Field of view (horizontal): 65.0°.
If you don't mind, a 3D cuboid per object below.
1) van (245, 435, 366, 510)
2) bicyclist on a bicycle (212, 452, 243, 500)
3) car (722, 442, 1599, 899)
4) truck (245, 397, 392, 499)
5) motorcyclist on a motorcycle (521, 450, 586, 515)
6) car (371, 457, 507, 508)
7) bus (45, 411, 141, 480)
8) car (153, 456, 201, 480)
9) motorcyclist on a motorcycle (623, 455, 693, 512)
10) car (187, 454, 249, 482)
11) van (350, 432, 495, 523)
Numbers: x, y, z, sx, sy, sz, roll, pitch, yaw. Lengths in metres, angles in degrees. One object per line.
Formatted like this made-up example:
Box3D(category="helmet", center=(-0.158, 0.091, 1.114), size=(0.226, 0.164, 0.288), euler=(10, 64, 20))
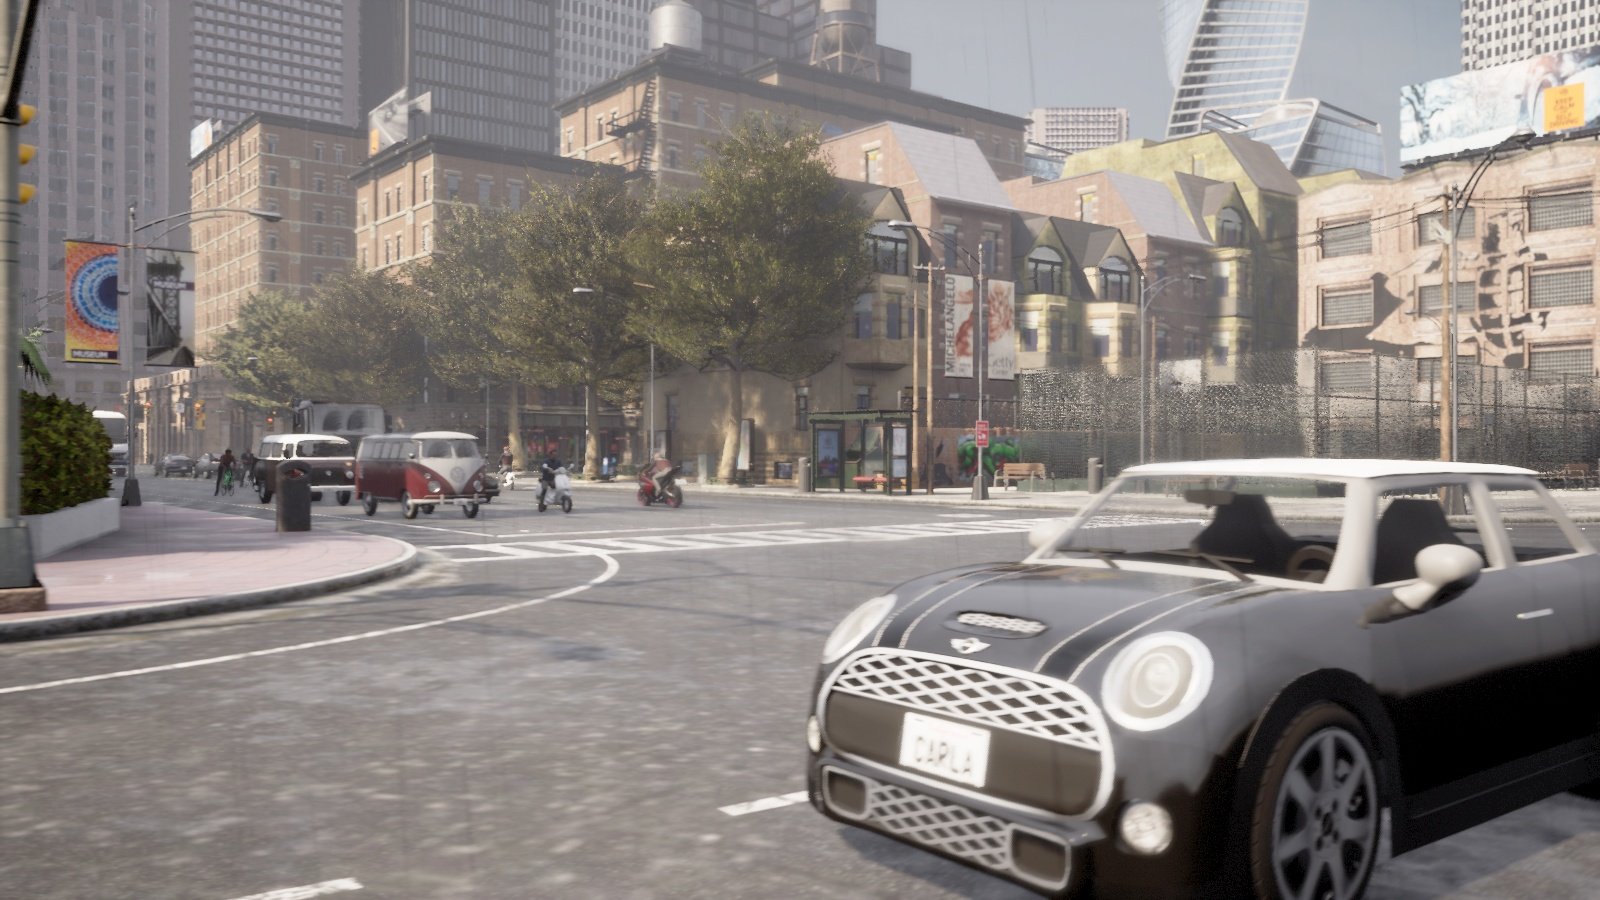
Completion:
Box3D(category="van", center=(-14.497, 0.615, 36.680), size=(2.069, 2.038, 4.480), euler=(0, 0, -38))
Box3D(category="bicyclist on a bicycle", center=(-19.766, 0.877, 43.326), size=(0.582, 1.620, 1.656), euler=(0, 0, -38))
Box3D(category="car", center=(1.815, 0.721, 5.141), size=(3.806, 1.475, 1.970), euler=(0, 0, -38))
Box3D(category="truck", center=(-18.083, -0.051, 46.837), size=(2.891, 3.462, 7.936), euler=(0, 0, -38))
Box3D(category="motorcyclist on a motorcycle", center=(-6.272, 0.810, 31.918), size=(0.866, 1.590, 1.817), euler=(0, 0, -39))
Box3D(category="car", center=(-10.969, 0.933, 37.856), size=(2.033, 1.411, 5.357), euler=(0, 0, -39))
Box3D(category="bus", center=(-47.059, -0.264, 83.405), size=(3.944, 4.253, 10.273), euler=(0, 0, -38))
Box3D(category="car", center=(-39.433, 1.107, 79.416), size=(1.812, 1.442, 4.674), euler=(0, 0, -38))
Box3D(category="motorcyclist on a motorcycle", center=(-3.929, 0.894, 34.604), size=(0.866, 1.530, 2.191), euler=(0, 0, -38))
Box3D(category="car", center=(-33.200, 0.999, 71.550), size=(2.128, 1.511, 4.902), euler=(0, 0, -38))
Box3D(category="van", center=(-9.031, 0.610, 29.778), size=(1.775, 1.987, 4.442), euler=(0, 0, -38))
